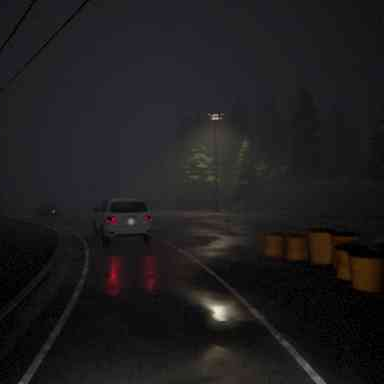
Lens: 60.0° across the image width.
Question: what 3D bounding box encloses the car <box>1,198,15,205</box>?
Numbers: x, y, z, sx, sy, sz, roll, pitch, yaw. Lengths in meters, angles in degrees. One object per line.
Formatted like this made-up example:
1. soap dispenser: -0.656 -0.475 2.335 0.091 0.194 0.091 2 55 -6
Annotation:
1. car: -41.373 2.075 74.819 1.837 1.490 4.892 0 0 -41

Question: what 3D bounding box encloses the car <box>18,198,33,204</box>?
1. car: -38.455 2.112 76.797 1.994 1.385 4.181 0 0 -41

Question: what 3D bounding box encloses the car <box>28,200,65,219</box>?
1. car: -14.362 1.826 32.969 1.994 1.385 4.181 0 0 -40

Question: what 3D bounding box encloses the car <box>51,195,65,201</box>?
1. car: -29.008 1.767 71.243 2.150 2.045 5.566 0 0 -41

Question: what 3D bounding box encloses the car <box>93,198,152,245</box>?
1. car: -3.562 1.324 16.520 2.150 2.045 5.566 0 0 -22

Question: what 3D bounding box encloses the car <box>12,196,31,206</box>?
1. car: -34.843 1.797 67.287 2.150 2.045 5.566 0 0 -41

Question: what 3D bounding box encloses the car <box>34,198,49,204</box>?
1. car: -35.830 2.143 79.112 1.895 1.301 4.718 0 0 -41

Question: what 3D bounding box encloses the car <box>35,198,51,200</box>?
1. car: -31.631 2.093 68.926 2.033 1.411 5.357 0 0 -41

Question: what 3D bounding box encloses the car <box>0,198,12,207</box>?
1. car: -37.170 2.127 64.630 2.033 1.411 5.357 0 0 -41
